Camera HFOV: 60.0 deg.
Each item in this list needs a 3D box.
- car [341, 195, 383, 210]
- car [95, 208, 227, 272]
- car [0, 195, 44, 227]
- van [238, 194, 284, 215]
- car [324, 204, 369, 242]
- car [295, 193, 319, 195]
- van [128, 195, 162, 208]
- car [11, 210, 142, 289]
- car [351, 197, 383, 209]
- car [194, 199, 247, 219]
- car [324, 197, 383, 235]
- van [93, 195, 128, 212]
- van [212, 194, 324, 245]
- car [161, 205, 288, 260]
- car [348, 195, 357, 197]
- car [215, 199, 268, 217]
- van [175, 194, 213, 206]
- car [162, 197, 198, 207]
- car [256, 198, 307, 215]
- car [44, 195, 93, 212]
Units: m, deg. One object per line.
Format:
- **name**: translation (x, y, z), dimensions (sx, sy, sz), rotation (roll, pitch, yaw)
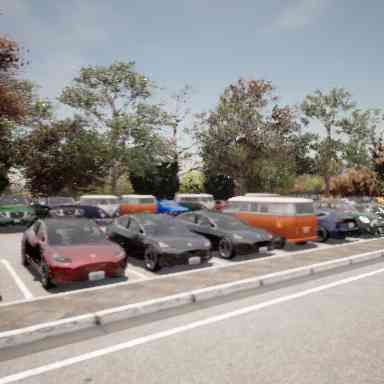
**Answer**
- **car**: translation (22.653, 1.348, 44.349), dimensions (2.185, 1.767, 4.553), rotation (0, 0, -35)
- **car**: translation (-1.309, 1.504, 11.203), dimensions (2.163, 1.488, 4.792), rotation (0, 0, -35)
- **car**: translation (-11.076, 1.236, 20.310), dimensions (2.435, 2.045, 5.566), rotation (0, 0, -35)
- **van**: translation (6.798, 1.184, 33.188), dimensions (1.878, 1.987, 4.442), rotation (0, 0, -35)
- **car**: translation (5.446, 1.460, 16.075), dimensions (2.163, 1.488, 4.792), rotation (0, 0, -35)
- **car**: translation (11.466, 1.175, 36.397), dimensions (2.435, 2.045, 5.566), rotation (0, 0, -35)
- **van**: translation (-4.385, 1.217, 25.241), dimensions (1.878, 1.987, 4.442), rotation (0, 0, -35)
- **car**: translation (-3.572, 1.518, 9.595), dimensions (2.163, 1.488, 4.792), rotation (0, 0, -35)
- **car**: translation (24.933, 1.483, 45.924), dimensions (2.097, 1.535, 5.008), rotation (0, 0, -35)
- **car**: translation (2.438, 1.438, 29.983), dimensions (2.163, 1.488, 4.792), rotation (0, 0, -35)
- **car**: translation (7.705, 1.293, 17.682), dimensions (2.185, 1.767, 4.553), rotation (0, 0, -35)
- **van**: translation (-6.508, 1.232, 23.446), dimensions (1.878, 1.987, 4.442), rotation (0, 0, -35)
- **van**: translation (3.131, 1.219, 14.537), dimensions (1.878, 1.987, 4.442), rotation (0, 0, -35)
- **car**: translation (0.954, 1.489, 12.811), dimensions (2.163, 1.488, 4.792), rotation (0, 0, -35)
- **car**: translation (16.105, 1.443, 39.430), dimensions (1.946, 1.575, 5.366), rotation (0, 0, -35)
- **car**: translation (4.590, 1.436, 31.511), dimensions (2.163, 1.488, 4.792), rotation (0, 0, -35)
- **van**: translation (0.274, 1.191, 28.276), dimensions (1.878, 1.987, 4.442), rotation (0, 0, -36)
- **car**: translation (-2.062, 1.429, 26.755), dimensions (2.097, 1.535, 5.008), rotation (0, 0, -35)
- **car**: translation (9.241, 1.447, 34.746), dimensions (2.163, 1.488, 4.792), rotation (0, 0, -35)
- **car**: translation (-8.817, 1.221, 21.915), dimensions (2.435, 2.045, 5.566), rotation (0, 0, -35)
